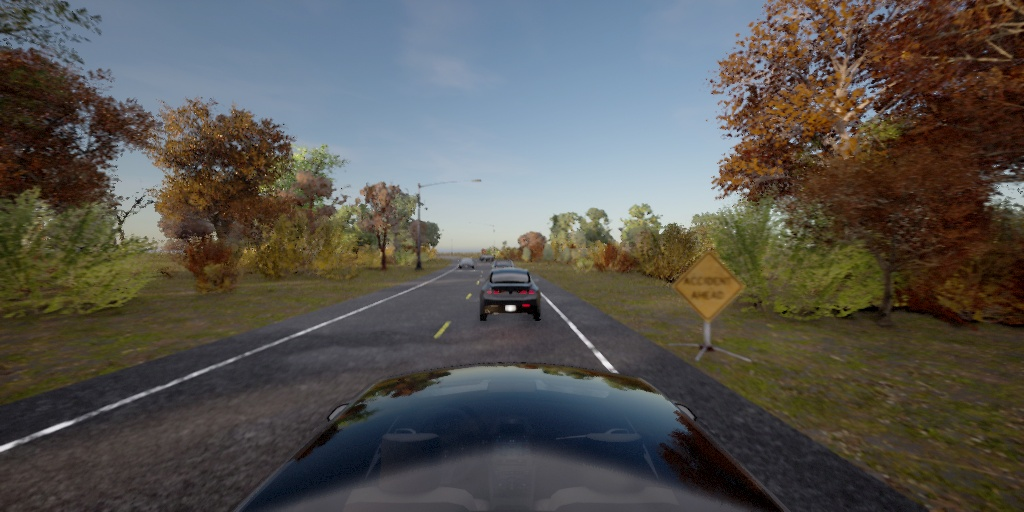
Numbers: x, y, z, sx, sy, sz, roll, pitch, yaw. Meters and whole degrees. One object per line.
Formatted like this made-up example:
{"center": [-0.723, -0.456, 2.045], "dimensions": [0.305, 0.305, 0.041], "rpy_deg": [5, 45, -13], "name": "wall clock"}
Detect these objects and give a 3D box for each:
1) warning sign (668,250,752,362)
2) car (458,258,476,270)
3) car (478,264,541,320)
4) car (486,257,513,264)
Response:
{"center": [3.520, 0.827, 6.481], "dimensions": [1.300, 1.860, 1.060], "rpy_deg": [0, 0, -1], "name": "warning sign"}
{"center": [-5.567, 0.940, 44.409], "dimensions": [1.812, 1.442, 4.674], "rpy_deg": [0, 0, -5], "name": "car"}
{"center": [-0.084, 1.174, 12.276], "dimensions": [1.837, 1.490, 4.892], "rpy_deg": [0, 0, -1], "name": "car"}
{"center": [-0.720, 1.036, 28.260], "dimensions": [2.128, 1.511, 4.902], "rpy_deg": [0, 0, -3], "name": "car"}
